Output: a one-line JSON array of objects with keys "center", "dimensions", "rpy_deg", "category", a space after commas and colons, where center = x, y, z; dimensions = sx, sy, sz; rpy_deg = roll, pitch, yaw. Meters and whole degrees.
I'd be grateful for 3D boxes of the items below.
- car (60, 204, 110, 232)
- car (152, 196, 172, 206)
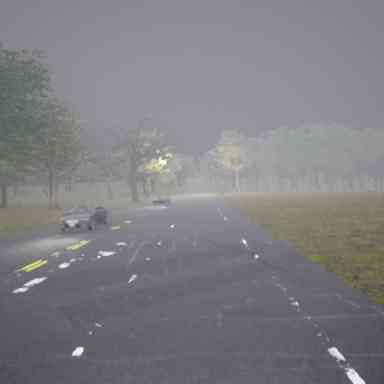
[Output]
[{"center": [-6.453, 1.498, 20.494], "dimensions": [2.128, 1.511, 4.902], "rpy_deg": [-2, 1, 2], "category": "car"}, {"center": [-4.178, 1.209, 46.617], "dimensions": [1.895, 1.301, 4.718], "rpy_deg": [-2, 1, 9], "category": "car"}]
